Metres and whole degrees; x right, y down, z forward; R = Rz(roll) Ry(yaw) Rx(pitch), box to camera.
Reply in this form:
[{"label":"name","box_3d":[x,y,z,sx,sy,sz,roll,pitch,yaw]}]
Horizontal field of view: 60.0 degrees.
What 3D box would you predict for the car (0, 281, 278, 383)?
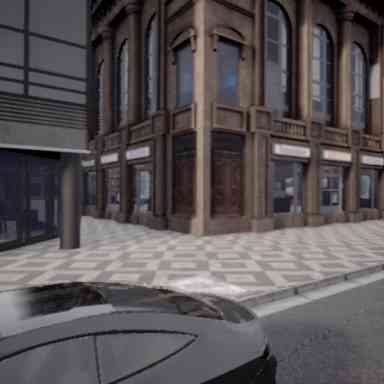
[{"label":"car","box_3d":[-1.347,1.526,2.410,4.674,1.442,1.812,0,0,-35]}]
